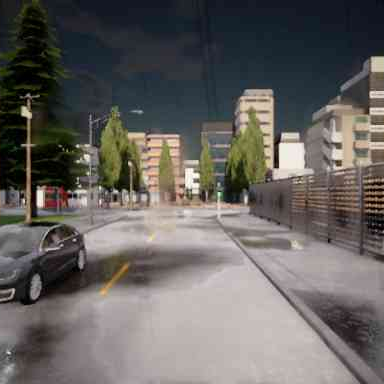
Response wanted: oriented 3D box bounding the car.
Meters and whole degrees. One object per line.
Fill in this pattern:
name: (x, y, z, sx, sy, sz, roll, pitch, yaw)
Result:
car: (-4.131, 1.553, 8.335, 1.837, 1.490, 4.892, 0, -1, 0)
